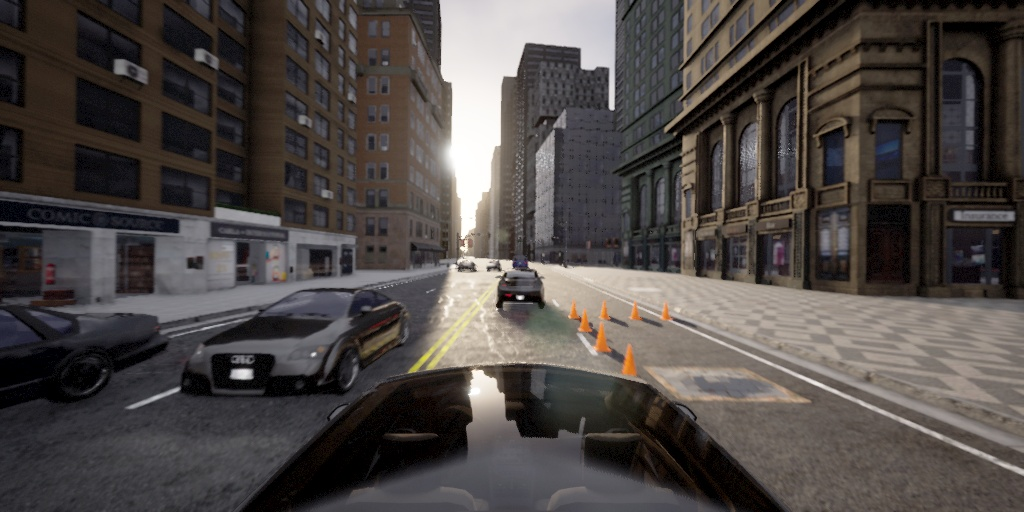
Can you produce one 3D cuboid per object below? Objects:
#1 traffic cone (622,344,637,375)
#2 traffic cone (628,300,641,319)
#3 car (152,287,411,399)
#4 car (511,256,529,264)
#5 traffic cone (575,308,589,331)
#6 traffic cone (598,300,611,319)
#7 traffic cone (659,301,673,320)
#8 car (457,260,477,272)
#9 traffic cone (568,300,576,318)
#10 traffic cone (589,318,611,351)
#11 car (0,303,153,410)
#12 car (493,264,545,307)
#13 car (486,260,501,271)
[{"bbox_3d":[1.903,1.729,5.815,0.340,0.580,0.340,0,0,1],"label":"traffic cone"},{"bbox_3d":[4.035,1.756,11.769,0.340,0.580,0.340,0,0,1],"label":"traffic cone"},{"bbox_3d":[-3.295,1.273,6.426,1.994,1.385,4.181,1,0,1],"label":"car"},{"bbox_3d":[1.096,0.989,48.590,2.150,2.045,5.566,1,0,1],"label":"car"},{"bbox_3d":[1.991,1.730,9.814,0.340,0.580,0.340,0,0,1],"label":"traffic cone"},{"bbox_3d":[3.035,1.744,11.791,0.340,0.580,0.340,0,0,1],"label":"traffic cone"},{"bbox_3d":[5.035,1.769,11.747,0.340,0.580,0.340,0,0,1],"label":"traffic cone"},{"bbox_3d":[-5.655,1.248,45.463,1.994,1.385,4.181,1,0,2],"label":"car"},{"bbox_3d":[2.036,1.731,11.814,0.340,0.580,0.340,0,0,1],"label":"traffic cone"},{"bbox_3d":[1.947,1.730,7.814,0.340,0.580,0.340,0,0,1],"label":"traffic cone"},{"bbox_3d":[-6.611,1.215,3.484,2.033,1.411,5.357,1,0,1],"label":"car"},{"bbox_3d":[0.359,1.260,15.493,1.837,1.490,4.892,1,0,1],"label":"car"},{"bbox_3d":[-2.362,1.272,47.576,2.033,1.411,5.357,1,0,2],"label":"car"}]
